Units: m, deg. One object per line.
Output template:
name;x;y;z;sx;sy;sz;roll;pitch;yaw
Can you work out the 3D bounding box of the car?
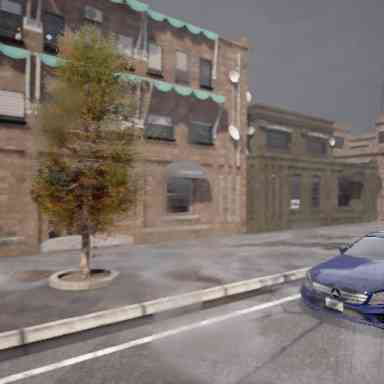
car;4.167;1.533;6.651;4.674;1.442;1.812;0;0;-35
